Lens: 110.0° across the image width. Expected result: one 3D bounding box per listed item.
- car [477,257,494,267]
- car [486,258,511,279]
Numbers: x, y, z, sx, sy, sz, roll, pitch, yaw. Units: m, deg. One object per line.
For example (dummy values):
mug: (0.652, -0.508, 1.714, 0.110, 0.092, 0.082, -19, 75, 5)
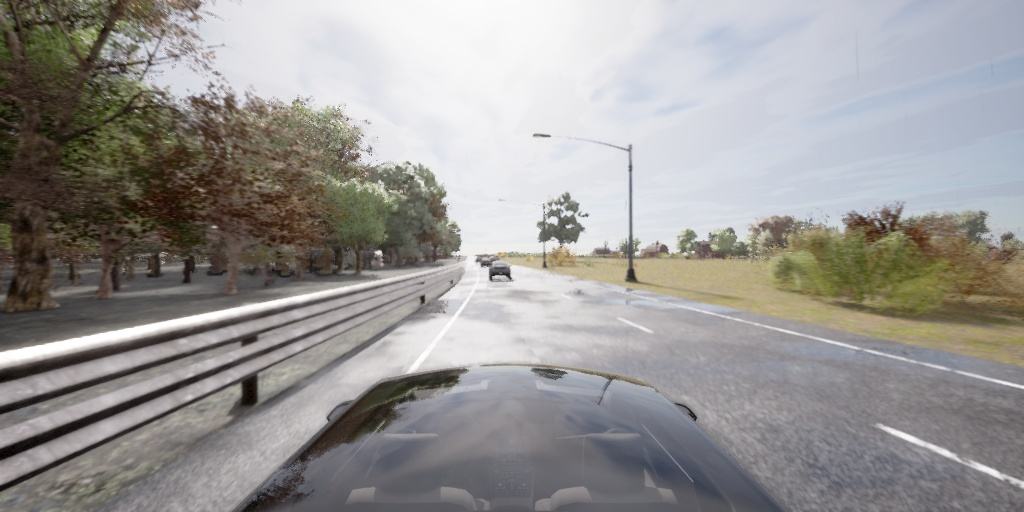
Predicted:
car: (-4.582, 1.150, 62.502, 1.837, 1.490, 4.892, 0, 0, -7)
car: (-1.109, 1.213, 31.525, 1.837, 1.490, 4.892, 0, 0, -5)
